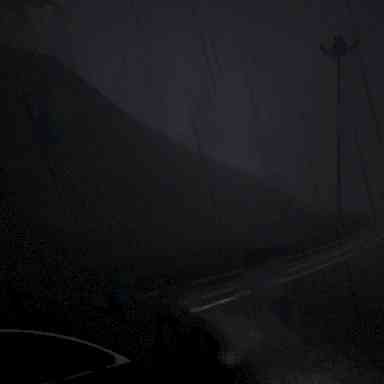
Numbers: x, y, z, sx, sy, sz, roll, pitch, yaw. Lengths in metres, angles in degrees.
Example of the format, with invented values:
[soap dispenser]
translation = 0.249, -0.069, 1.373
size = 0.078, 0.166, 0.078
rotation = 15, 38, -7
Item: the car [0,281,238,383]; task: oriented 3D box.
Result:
[car]
translation = -1.769, 1.518, 2.554
size = 4.892, 1.490, 1.837
rotation = 1, 0, -37
